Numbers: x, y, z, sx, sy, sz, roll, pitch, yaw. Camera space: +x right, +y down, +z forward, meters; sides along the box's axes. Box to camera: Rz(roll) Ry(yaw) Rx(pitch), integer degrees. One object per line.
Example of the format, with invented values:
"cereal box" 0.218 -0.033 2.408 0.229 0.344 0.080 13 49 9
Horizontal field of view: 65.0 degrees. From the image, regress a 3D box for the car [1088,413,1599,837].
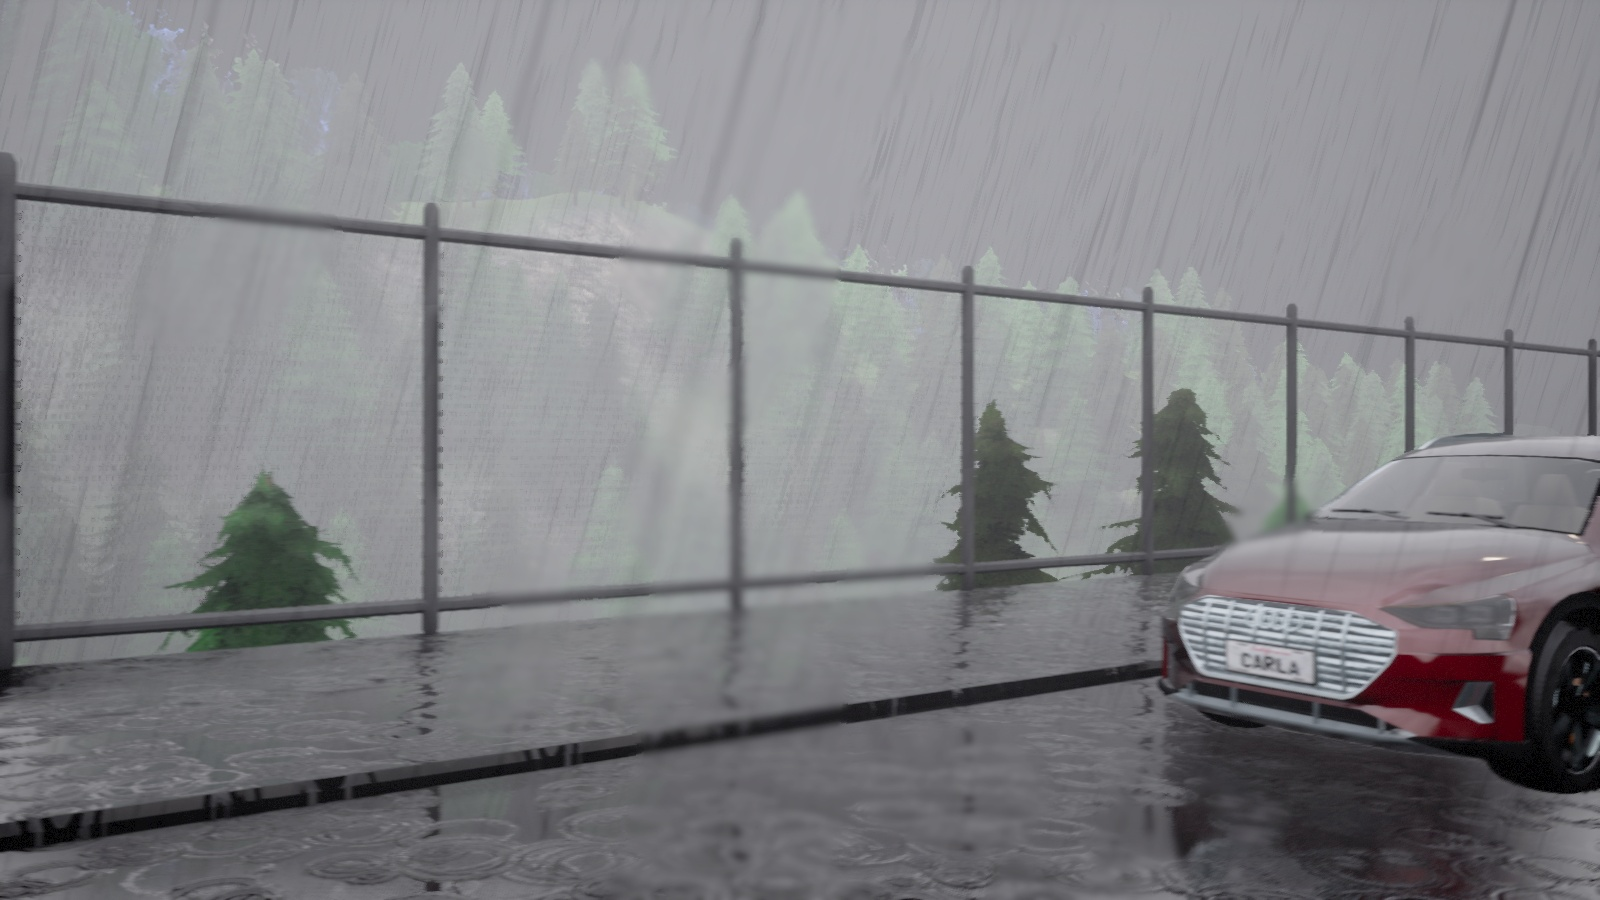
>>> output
"car" 4.080 0.684 7.107 4.856 1.649 2.033 0 0 -35
